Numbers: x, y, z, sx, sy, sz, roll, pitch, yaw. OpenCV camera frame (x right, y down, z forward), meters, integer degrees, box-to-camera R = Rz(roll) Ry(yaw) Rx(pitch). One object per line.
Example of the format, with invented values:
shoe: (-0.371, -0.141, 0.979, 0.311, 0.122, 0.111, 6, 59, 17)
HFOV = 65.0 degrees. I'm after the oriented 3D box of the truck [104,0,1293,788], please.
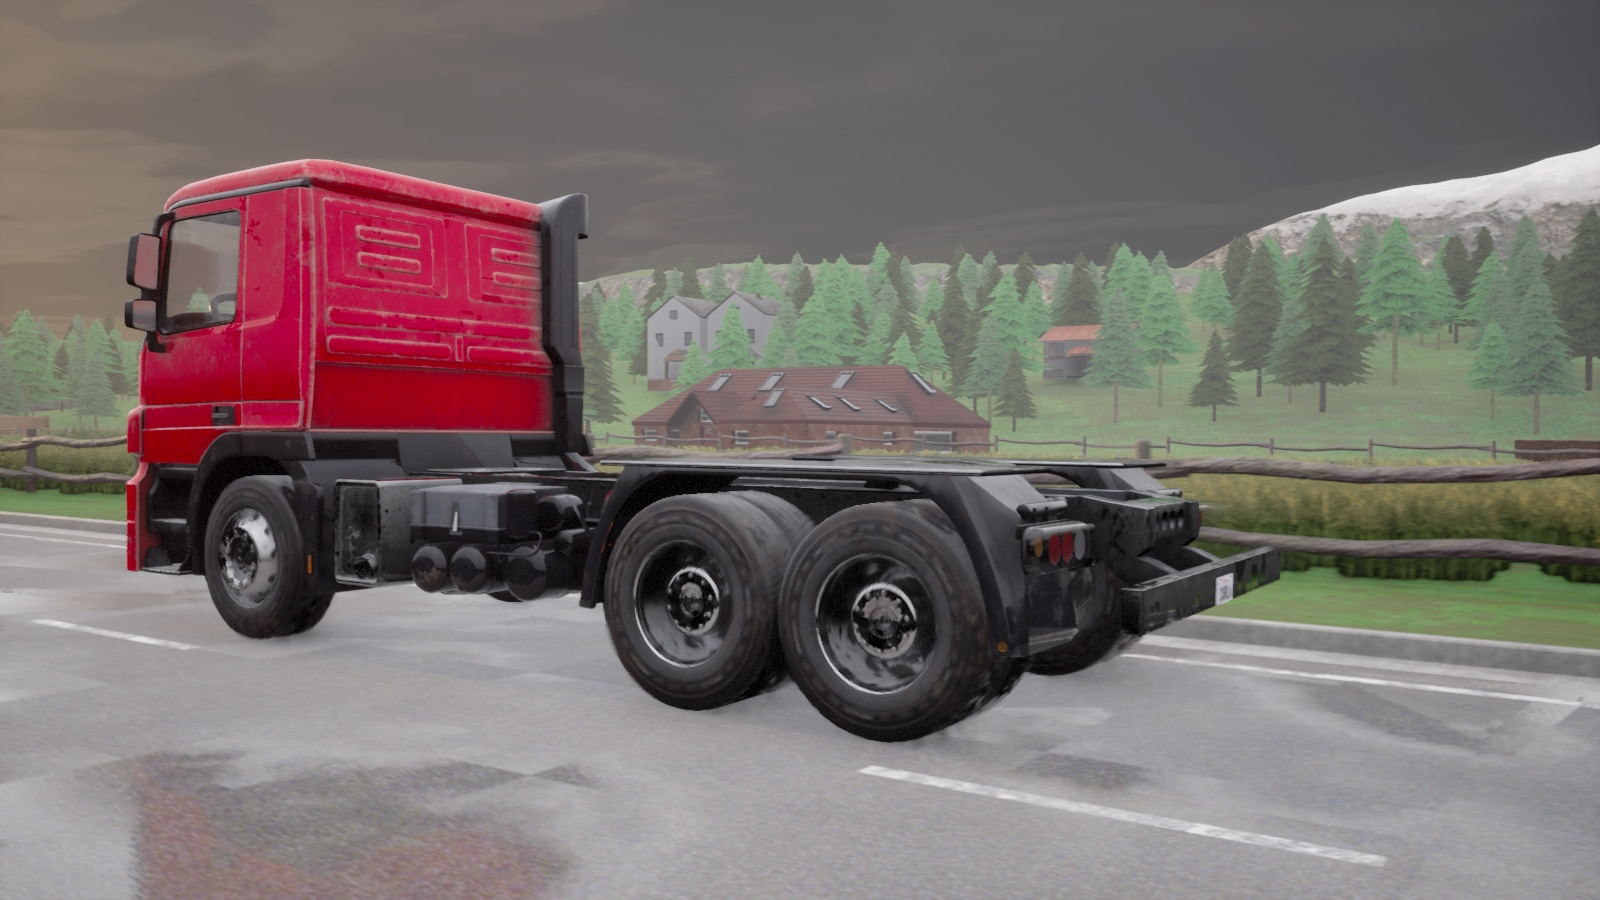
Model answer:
truck: (-1.140, -0.357, 8.554, 7.936, 3.462, 2.891, 0, 1, 33)
